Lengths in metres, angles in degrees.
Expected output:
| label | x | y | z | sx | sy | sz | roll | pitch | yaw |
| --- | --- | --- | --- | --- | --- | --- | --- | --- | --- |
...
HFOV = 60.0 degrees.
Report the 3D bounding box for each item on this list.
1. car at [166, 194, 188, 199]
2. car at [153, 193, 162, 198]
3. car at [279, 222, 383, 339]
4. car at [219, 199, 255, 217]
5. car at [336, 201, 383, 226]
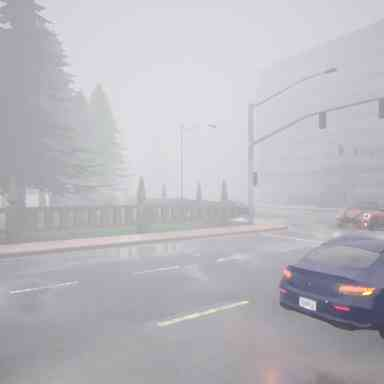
| label | x | y | z | sx | sy | sz | roll | pitch | yaw |
| --- | --- | --- | --- | --- | --- | --- | --- | --- | --- |
| car | -1.290 | 1.296 | 39.328 | 2.097 | 1.767 | 4.553 | 0 | 0 | -26 |
| car | -5.868 | 1.164 | 61.983 | 2.150 | 2.045 | 5.566 | 0 | 0 | 4 |
| car | 3.638 | 1.526 | 6.363 | 4.674 | 1.442 | 1.812 | 0 | 0 | -35 |
| car | 3.735 | 1.422 | 30.820 | 1.882 | 1.535 | 5.008 | 0 | 0 | -32 |
| car | 10.808 | 1.339 | 20.255 | 4.553 | 1.767 | 2.097 | 0 | 0 | -35 |
